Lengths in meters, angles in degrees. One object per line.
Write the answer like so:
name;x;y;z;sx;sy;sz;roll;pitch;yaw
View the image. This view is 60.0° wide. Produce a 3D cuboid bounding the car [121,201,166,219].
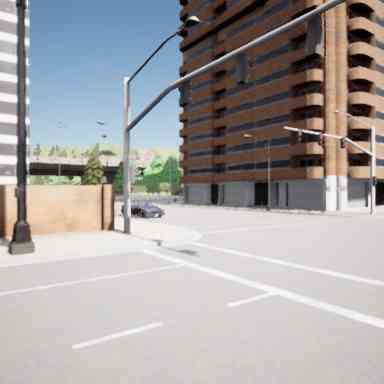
car;-4.383;1.495;29.146;2.033;1.411;5.357;0;0;-36
